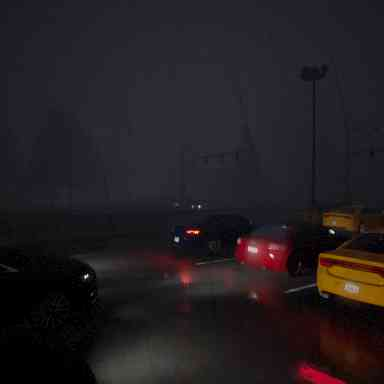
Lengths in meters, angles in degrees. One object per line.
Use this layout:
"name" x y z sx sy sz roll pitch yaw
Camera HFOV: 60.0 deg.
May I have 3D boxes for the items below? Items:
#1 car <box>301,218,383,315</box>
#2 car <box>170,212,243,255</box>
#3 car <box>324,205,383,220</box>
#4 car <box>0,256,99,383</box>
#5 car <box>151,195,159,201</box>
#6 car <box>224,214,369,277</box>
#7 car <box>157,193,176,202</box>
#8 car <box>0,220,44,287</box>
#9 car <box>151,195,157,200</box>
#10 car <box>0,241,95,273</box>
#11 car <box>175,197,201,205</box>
"car" 4.738 1.478 7.033 5.008 1.535 1.882 0 0 -35
"car" 1.349 1.526 13.200 4.674 1.442 1.812 0 0 -35
"car" 9.528 1.478 18.893 5.008 1.535 1.882 0 0 -35
"car" -2.928 1.505 1.645 4.892 1.490 1.837 0 0 -35
"car" -9.618 1.553 86.429 1.994 1.385 4.181 0 0 -10
"car" 3.324 1.564 10.309 4.181 1.385 1.994 0 0 -35
"car" -4.681 1.221 67.234 2.150 2.045 5.566 0 0 -21
"car" -6.515 1.547 7.714 5.357 1.411 2.033 0 0 -35
"car" -7.684 1.524 76.543 1.812 1.442 4.674 0 0 -17
"car" -3.974 1.492 5.192 4.902 1.511 2.128 0 0 -35
"car" -0.466 1.547 57.958 2.033 1.411 5.357 0 0 -27
